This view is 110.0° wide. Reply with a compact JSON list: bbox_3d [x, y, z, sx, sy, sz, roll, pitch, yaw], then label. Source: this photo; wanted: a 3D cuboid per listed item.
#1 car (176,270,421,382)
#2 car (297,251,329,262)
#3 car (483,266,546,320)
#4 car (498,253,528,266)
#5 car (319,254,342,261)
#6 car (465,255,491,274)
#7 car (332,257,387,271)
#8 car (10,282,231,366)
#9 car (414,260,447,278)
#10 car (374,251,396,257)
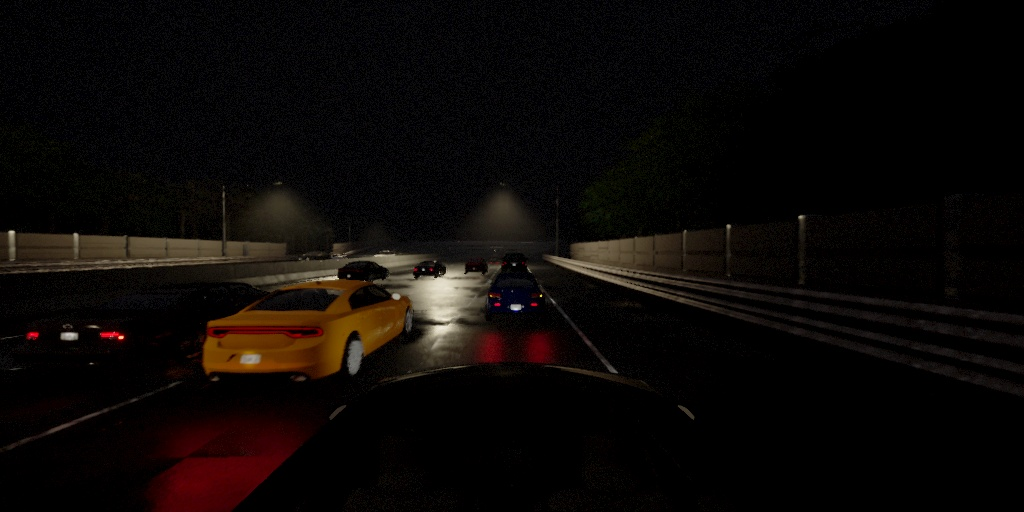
[{"bbox_3d":[-3.495,1.223,7.275,1.882,1.535,5.008,0,0,0],"label":"car"},{"bbox_3d":[-27.798,0.315,50.683,2.150,2.045,5.566,0,1,1],"label":"car"},{"bbox_3d":[0.117,1.250,12.330,1.812,1.442,4.674,0,0,0],"label":"car"},{"bbox_3d":[0.208,0.720,30.968,2.150,2.045,5.566,0,1,1],"label":"car"},{"bbox_3d":[-24.311,0.716,49.879,1.895,1.301,4.718,0,1,1],"label":"car"},{"bbox_3d":[-3.382,0.907,34.550,1.882,1.535,5.008,0,1,0],"label":"car"},{"bbox_3d":[-10.336,1.071,25.210,1.882,1.535,5.008,0,1,0],"label":"car"},{"bbox_3d":[-6.891,1.289,8.094,2.033,1.411,5.357,0,0,0],"label":"car"},{"bbox_3d":[-6.811,1.061,30.119,2.033,1.411,5.357,0,1,0],"label":"car"},{"bbox_3d":[-20.663,0.153,58.451,2.150,2.045,5.566,0,1,1],"label":"car"}]
